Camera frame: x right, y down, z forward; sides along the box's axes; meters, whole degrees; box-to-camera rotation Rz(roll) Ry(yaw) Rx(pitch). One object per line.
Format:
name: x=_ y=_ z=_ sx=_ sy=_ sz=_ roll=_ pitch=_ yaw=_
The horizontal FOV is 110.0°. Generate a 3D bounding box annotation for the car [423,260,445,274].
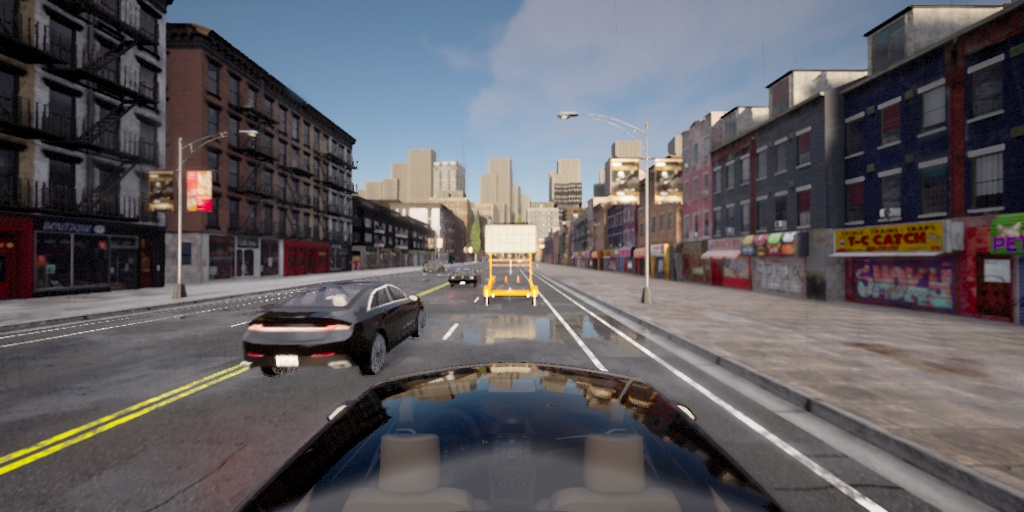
car: x=-10.015 y=1.356 z=46.275 sx=2.097 sy=1.767 sz=4.553 roll=0 pitch=0 yaw=0

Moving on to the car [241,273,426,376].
car: x=-3.171 y=1.269 z=7.463 sx=2.128 sy=1.511 sz=4.902 roll=0 pitch=0 yaw=0

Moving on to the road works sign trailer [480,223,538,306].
road works sign trailer: x=-0.056 y=0.289 z=16.286 sx=2.380 sy=3.560 sz=2.880 roll=0 pitch=0 yaw=0

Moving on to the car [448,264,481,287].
car: x=-3.246 y=1.481 z=25.711 sx=1.895 sy=1.301 sz=4.718 roll=0 pitch=0 yaw=0

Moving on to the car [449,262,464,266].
car: x=-6.762 y=1.521 z=44.860 sx=1.812 sy=1.442 sz=4.674 roll=0 pitch=0 yaw=0
